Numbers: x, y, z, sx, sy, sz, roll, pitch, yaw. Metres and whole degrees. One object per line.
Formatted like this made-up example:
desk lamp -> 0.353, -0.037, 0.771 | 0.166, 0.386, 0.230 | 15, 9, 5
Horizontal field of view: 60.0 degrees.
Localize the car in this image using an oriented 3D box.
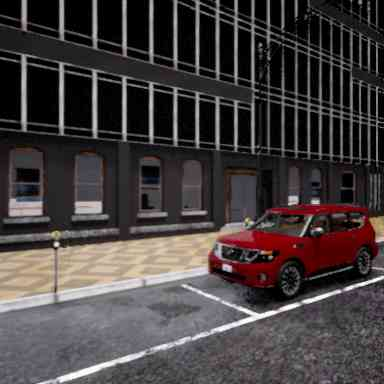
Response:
car -> 2.801, 1.295, 8.551 | 5.009, 1.841, 2.192 | 0, 0, -36
